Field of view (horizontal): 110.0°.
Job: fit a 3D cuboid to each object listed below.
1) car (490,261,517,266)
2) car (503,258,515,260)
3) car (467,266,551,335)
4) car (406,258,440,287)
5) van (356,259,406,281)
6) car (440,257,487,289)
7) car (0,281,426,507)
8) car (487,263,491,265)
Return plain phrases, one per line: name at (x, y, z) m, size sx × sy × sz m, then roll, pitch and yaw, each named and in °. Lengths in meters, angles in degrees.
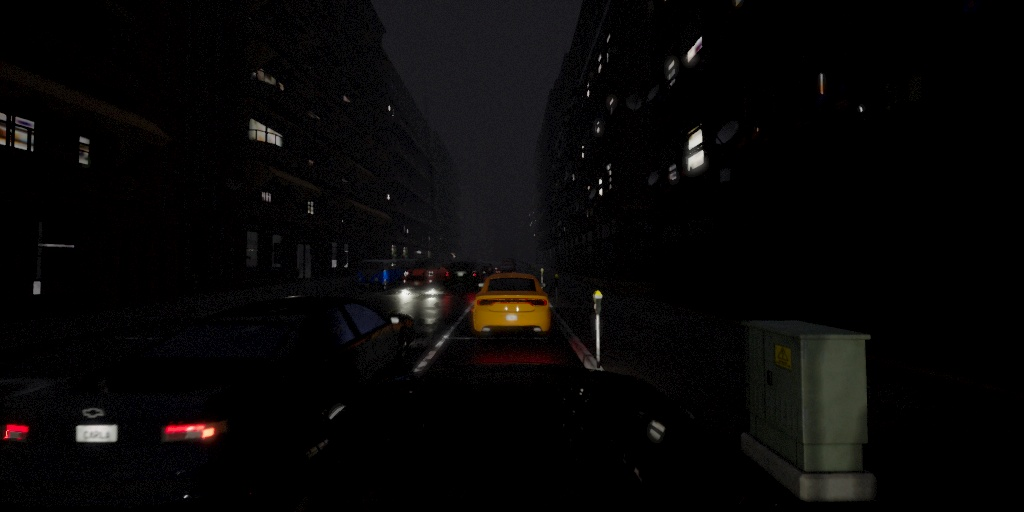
car at (-0.441, 1.322, 28.071) m, size 1.888 × 1.381 × 4.507 m, roll 0°, pitch 0°, yaw 0°
car at (-0.429, 1.240, 39.132) m, size 1.967 × 1.591 × 4.097 m, roll 0°, pitch 0°, yaw 0°
car at (-0.002, 1.233, 10.501) m, size 1.882 × 1.535 × 5.008 m, roll 0°, pitch 0°, yaw 0°
car at (-5.858, 1.122, 24.317) m, size 2.097 × 1.767 × 4.553 m, roll 0°, pitch 0°, yaw 0°
van at (-8.326, 1.108, 22.605) m, size 1.690 × 1.789 × 3.998 m, roll 0°, pitch 0°, yaw 0°
car at (-3.011, 1.120, 23.204) m, size 2.097 × 1.767 × 4.553 m, roll 0°, pitch 0°, yaw 0°
car at (-2.920, 1.299, 5.033) m, size 2.033 × 1.411 × 5.357 m, roll 0°, pitch 0°, yaw 0°
car at (-2.906, 1.400, 38.938) m, size 1.895 × 1.301 × 4.718 m, roll 0°, pitch 0°, yaw 0°
